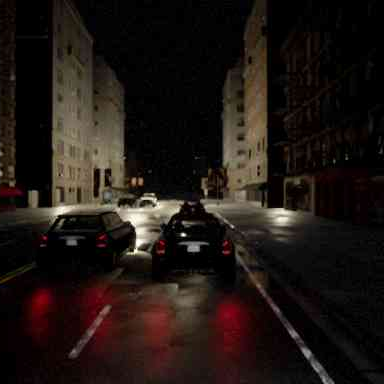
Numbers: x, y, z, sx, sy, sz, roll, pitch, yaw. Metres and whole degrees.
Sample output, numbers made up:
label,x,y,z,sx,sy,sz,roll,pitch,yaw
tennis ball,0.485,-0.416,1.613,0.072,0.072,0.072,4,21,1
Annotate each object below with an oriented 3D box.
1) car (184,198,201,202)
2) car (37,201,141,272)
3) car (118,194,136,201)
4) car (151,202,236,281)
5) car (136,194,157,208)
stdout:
label,x,y,z,sx,sy,sz,roll,pitch,yaw
car,0.024,1.379,27.960,2.097,1.767,4.553,0,0,-1
car,-3.183,1.360,10.993,2.097,1.767,4.553,0,0,1
car,-9.902,1.279,51.130,2.150,2.045,5.566,0,0,0
car,0.069,1.359,10.008,2.097,1.767,4.553,0,0,1
car,-6.653,1.283,50.971,2.150,2.045,5.566,0,0,0
